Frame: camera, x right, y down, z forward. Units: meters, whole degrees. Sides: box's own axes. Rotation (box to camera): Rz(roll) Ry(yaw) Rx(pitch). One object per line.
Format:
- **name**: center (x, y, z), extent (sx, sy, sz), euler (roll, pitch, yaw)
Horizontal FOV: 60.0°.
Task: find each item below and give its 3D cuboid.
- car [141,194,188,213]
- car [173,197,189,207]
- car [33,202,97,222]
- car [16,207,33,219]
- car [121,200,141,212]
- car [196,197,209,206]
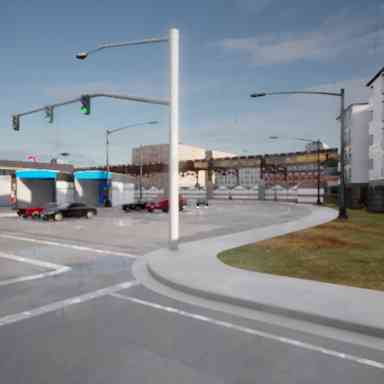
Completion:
- **car**: center (-2.874, 1.202, 37.048), extent (2.150, 2.045, 5.566), euler (0, 0, 27)
- **car**: center (-1.715, 1.521, 53.552), extent (2.033, 1.411, 5.357), euler (0, 0, 5)
- **car**: center (-9.770, 1.507, 26.605), extent (1.812, 1.442, 4.674), euler (0, 0, 36)
- **car**: center (-12.474, 1.579, 28.787), extent (1.895, 1.301, 4.718), euler (0, 0, 37)
- **car**: center (-6.066, 1.579, 38.472), extent (1.895, 1.301, 4.718), euler (0, 0, 27)
- **car**: center (1.711, 1.524, 52.806), extent (2.033, 1.411, 5.357), euler (0, 0, 6)
